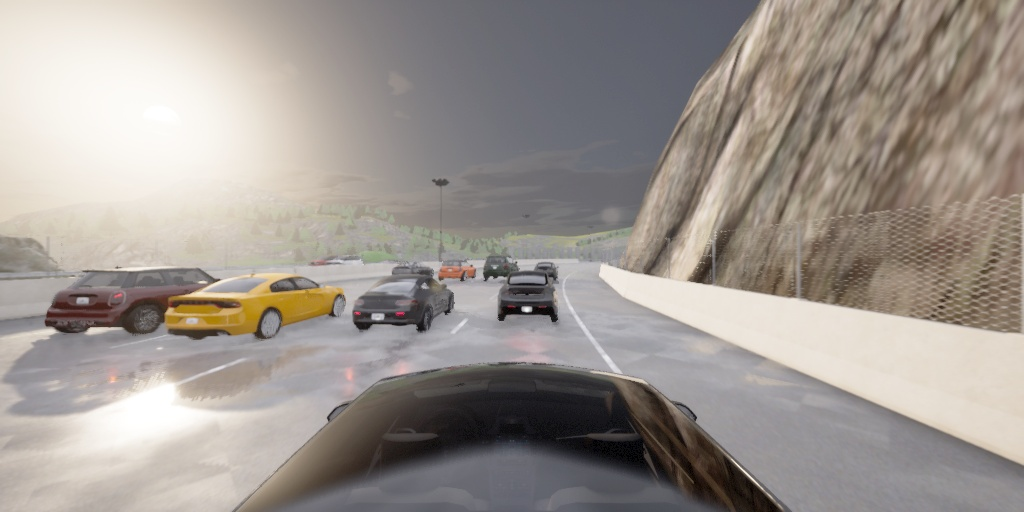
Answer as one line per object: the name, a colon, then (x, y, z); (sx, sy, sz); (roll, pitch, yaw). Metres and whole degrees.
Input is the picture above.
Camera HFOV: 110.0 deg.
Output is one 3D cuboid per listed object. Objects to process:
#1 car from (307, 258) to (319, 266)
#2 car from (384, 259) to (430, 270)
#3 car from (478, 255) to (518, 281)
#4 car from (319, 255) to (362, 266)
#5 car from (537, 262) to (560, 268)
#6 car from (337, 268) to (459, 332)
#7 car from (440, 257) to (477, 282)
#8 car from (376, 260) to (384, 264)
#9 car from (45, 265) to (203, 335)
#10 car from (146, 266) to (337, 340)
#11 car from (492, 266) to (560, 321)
car: (-25.364, 0.920, 49.358); (2.150, 2.045, 5.566); (0, 0, 15)
car: (-7.989, 1.228, 29.150); (2.128, 1.511, 4.902); (0, 0, 9)
car: (-0.839, 0.977, 29.631); (2.150, 2.045, 5.566); (0, 0, 10)
car: (-22.222, 0.927, 47.574); (2.150, 2.045, 5.566); (0, 0, 14)
car: (2.962, 1.270, 30.861); (1.837, 1.490, 4.892); (0, 0, 10)
car: (-3.048, 1.270, 10.770); (1.812, 1.442, 4.674); (0, 0, 3)
car: (-4.380, 1.098, 29.472); (2.097, 1.767, 4.553); (0, 0, 9)
car: (-15.703, 1.247, 44.693); (1.812, 1.442, 4.674); (0, 0, 14)
car: (-10.041, 1.079, 10.602); (2.097, 1.767, 4.553); (0, 0, 3)
car: (-6.580, 1.213, 9.989); (1.882, 1.535, 5.008); (0, 0, 3)
car: (0.591, 1.259, 12.571); (1.837, 1.490, 4.892); (0, 0, 4)
